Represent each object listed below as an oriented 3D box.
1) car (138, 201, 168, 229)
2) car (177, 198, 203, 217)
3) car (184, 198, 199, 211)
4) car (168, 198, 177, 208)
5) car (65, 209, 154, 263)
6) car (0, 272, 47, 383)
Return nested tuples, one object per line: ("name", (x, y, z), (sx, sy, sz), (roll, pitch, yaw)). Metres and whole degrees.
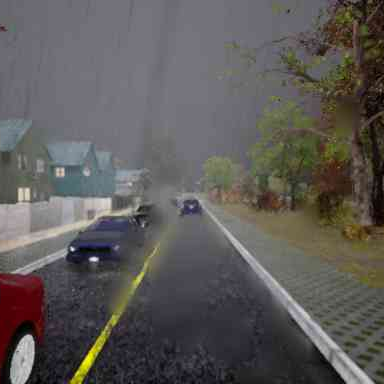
("car", (-2.874, 1.575, 22.381), (1.837, 1.490, 4.892), (0, 0, 0))
("car", (-0.052, 1.454, 32.656), (2.097, 1.767, 4.553), (0, 0, 0))
("car", (-0.045, 1.652, 45.697), (1.837, 1.490, 4.892), (0, 0, 0))
("car", (-2.834, 1.718, 49.377), (1.837, 1.490, 4.892), (0, 0, 0))
("car", (-2.861, 1.587, 12.359), (2.033, 1.411, 5.357), (0, 0, 0))
("car", (-2.845, 1.486, 2.350), (1.882, 1.535, 5.008), (0, 0, 0))
